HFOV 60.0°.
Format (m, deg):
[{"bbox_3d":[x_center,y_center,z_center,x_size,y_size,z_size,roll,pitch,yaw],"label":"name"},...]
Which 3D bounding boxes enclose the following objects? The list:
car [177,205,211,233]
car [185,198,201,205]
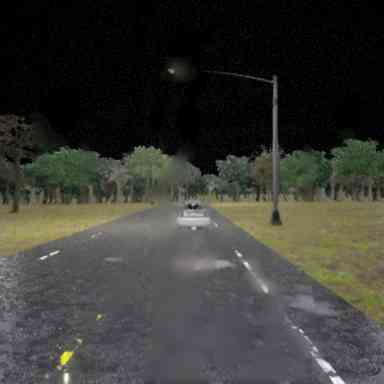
[{"bbox_3d":[0.104,1.734,20.680,1.895,1.301,4.718,0,0,0],"label":"car"},{"bbox_3d":[0.159,1.623,43.779,2.097,1.767,4.553,0,0,1],"label":"car"}]
